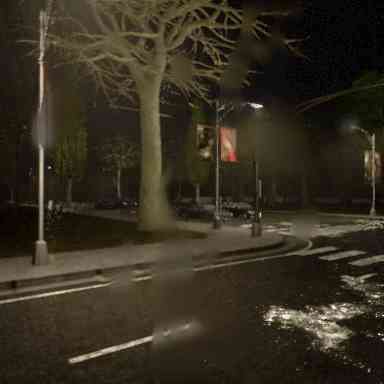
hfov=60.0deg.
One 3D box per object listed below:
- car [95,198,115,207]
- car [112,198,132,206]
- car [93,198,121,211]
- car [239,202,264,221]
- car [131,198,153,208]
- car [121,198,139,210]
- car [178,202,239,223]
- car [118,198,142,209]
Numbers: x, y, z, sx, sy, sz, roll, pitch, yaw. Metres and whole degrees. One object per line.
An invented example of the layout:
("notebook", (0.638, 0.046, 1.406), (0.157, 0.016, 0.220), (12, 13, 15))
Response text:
("car", (-16.056, 1.862, 61.529), (1.882, 1.535, 5.008), (0, -1, -36))
("car", (-13.425, 1.875, 63.438), (1.882, 1.535, 5.008), (0, -1, -36))
("car", (-11.610, 1.783, 44.190), (1.994, 1.385, 4.181), (0, -1, -36))
("car", (3.921, 1.598, 28.284), (2.128, 1.511, 4.902), (0, 0, -36))
("car", (-8.556, 1.849, 56.774), (1.812, 1.442, 4.674), (0, -1, -35))
("car", (-9.437, 1.590, 46.736), (2.097, 1.767, 4.553), (0, -1, -36))
("car", (0.979, 1.644, 26.804), (2.033, 1.411, 5.357), (0, 0, -36))
("car", (-9.920, 1.771, 53.162), (1.882, 1.535, 5.008), (0, -1, -36))
